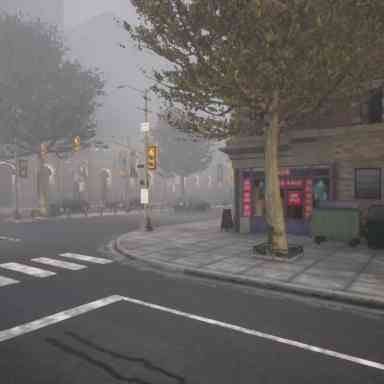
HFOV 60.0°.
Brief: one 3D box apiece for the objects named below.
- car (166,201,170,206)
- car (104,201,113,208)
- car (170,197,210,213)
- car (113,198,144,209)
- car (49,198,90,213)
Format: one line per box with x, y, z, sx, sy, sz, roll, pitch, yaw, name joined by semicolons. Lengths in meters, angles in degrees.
-2.148;1.601;53.733;1.895;1.301;4.718;0;0;36;car
-10.251;1.595;47.876;1.895;1.301;4.718;0;0;36;car
0.083;1.352;36.813;2.097;1.767;4.553;0;0;36;car
-8.038;1.526;45.536;1.812;1.442;4.674;0;0;36;car
-13.875;1.505;37.444;1.837;1.490;4.892;0;0;36;car
